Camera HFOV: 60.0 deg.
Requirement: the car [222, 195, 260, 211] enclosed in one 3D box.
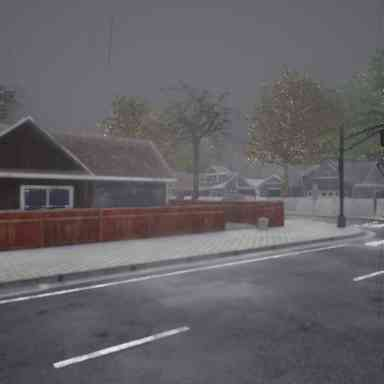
[{"bbox_3d":[5.025,1.273,31.605,2.150,2.045,5.566,1,0,-36],"label":"car"}]
